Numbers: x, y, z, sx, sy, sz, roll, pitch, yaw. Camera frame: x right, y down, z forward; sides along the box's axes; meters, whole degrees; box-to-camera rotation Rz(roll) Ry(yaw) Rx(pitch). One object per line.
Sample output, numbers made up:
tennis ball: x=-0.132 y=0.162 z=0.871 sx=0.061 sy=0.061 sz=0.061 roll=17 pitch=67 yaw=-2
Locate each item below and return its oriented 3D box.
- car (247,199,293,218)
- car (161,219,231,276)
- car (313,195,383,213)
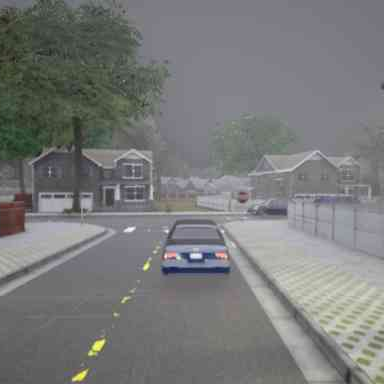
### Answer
car: x=7.360 y=1.395 z=30.531 sx=4.553 sy=1.767 sz=2.097 roll=0 pitch=0 yaw=-12
car: x=0.096 y=1.553 z=10.330 sx=2.033 sy=1.411 sz=5.357 roll=0 pitch=0 yaw=0
car: x=13.240 y=1.296 z=28.953 sx=5.566 sy=2.045 sz=2.150 roll=0 pitch=0 yaw=-10
